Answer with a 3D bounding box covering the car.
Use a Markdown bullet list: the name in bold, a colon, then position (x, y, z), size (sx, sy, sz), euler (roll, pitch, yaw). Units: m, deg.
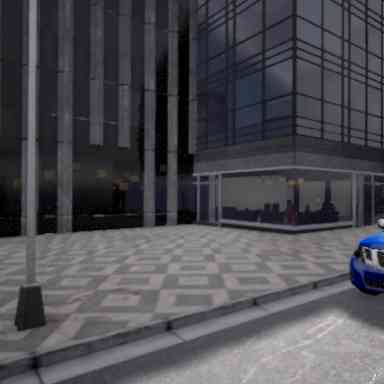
- **car**: position (5.923, 1.214, 7.652), size (5.566, 2.045, 2.150), euler (-2, 1, -36)
